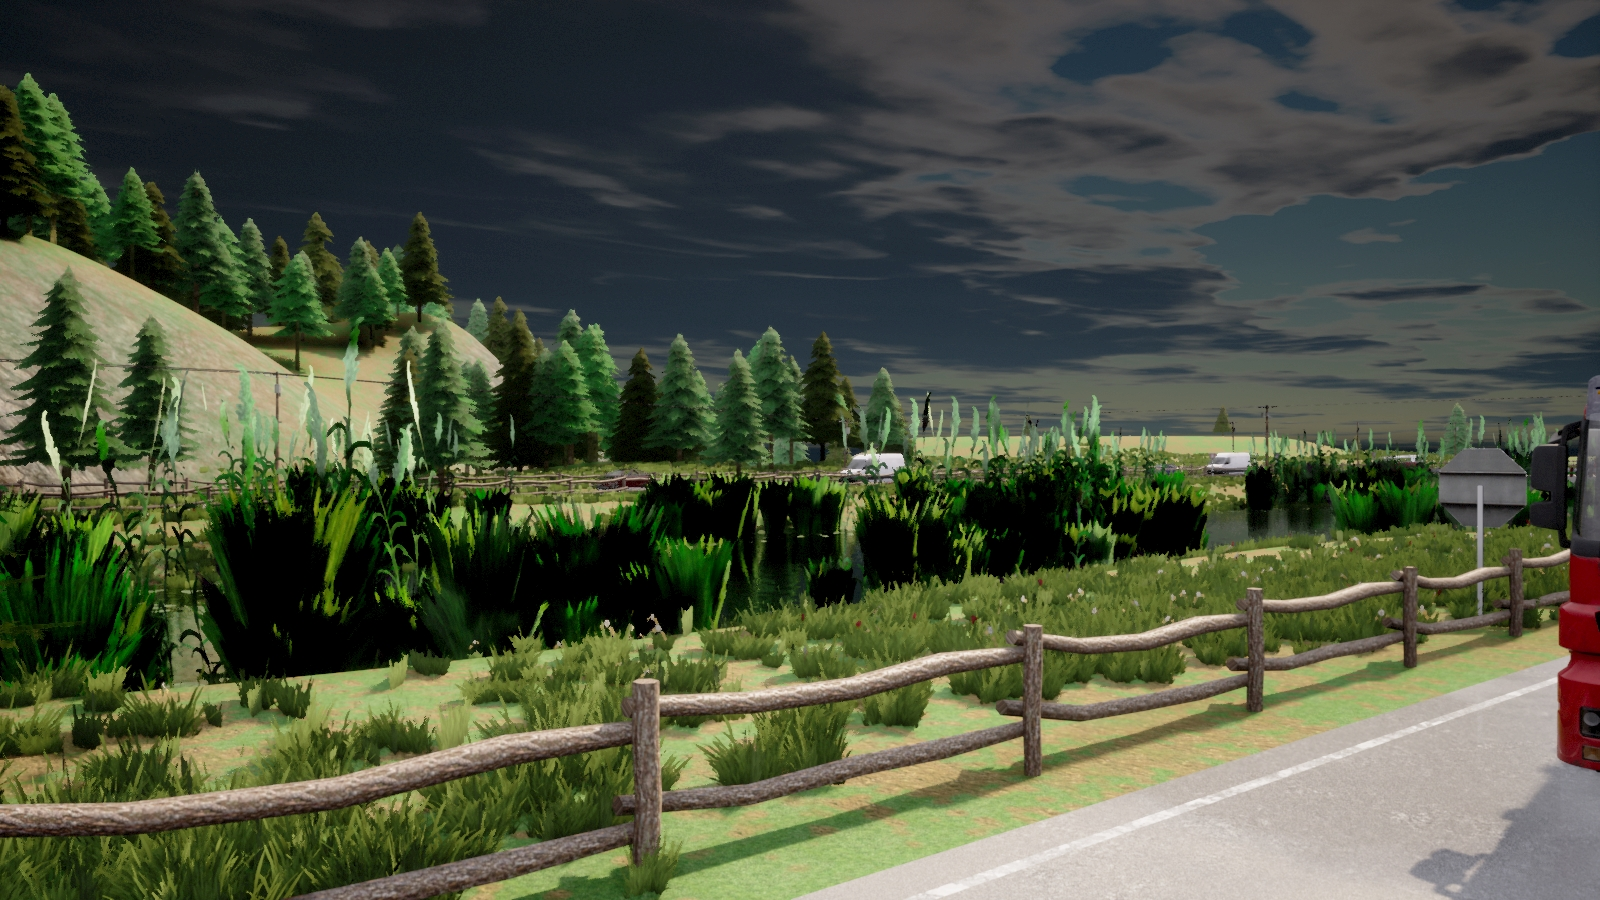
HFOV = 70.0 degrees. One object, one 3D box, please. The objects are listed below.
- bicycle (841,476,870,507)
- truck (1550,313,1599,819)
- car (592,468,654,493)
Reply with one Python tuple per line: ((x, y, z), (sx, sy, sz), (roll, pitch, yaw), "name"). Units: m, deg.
((2.743, 2.029, 56.077), (1.643, 1.496, 0.373), (0, 0, -43), "bicycle")
((9.720, 0.861, 11.008), (2.891, 3.827, 8.468), (0, 1, 42), "truck")
((-11.861, 2.026, 76.603), (3.705, 1.549, 1.789), (0, 0, -43), "car")
